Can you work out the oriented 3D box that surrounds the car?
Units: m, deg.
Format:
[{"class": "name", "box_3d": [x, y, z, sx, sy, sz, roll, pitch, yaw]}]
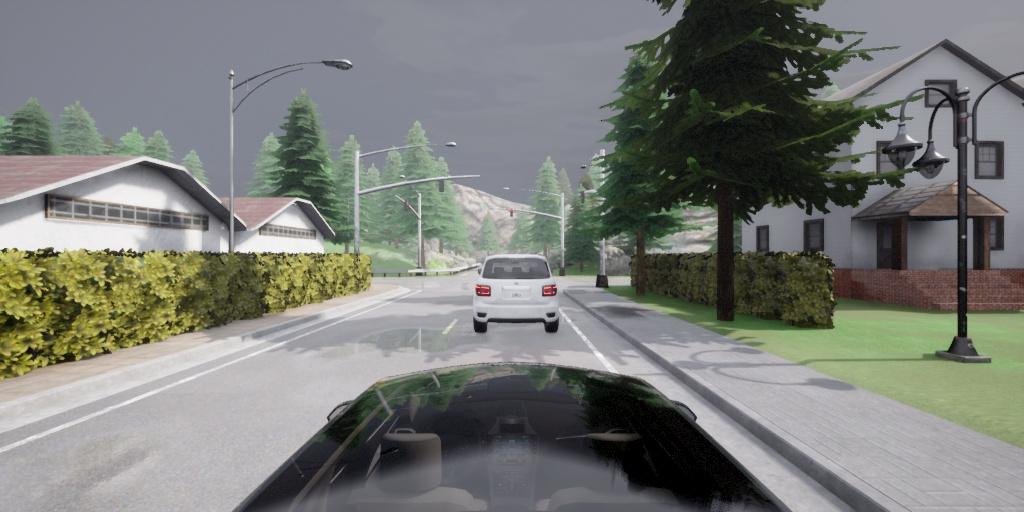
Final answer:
[{"class": "car", "box_3d": [0.105, 0.971, 10.892, 2.150, 2.045, 5.566, 0, 0, 0]}]
